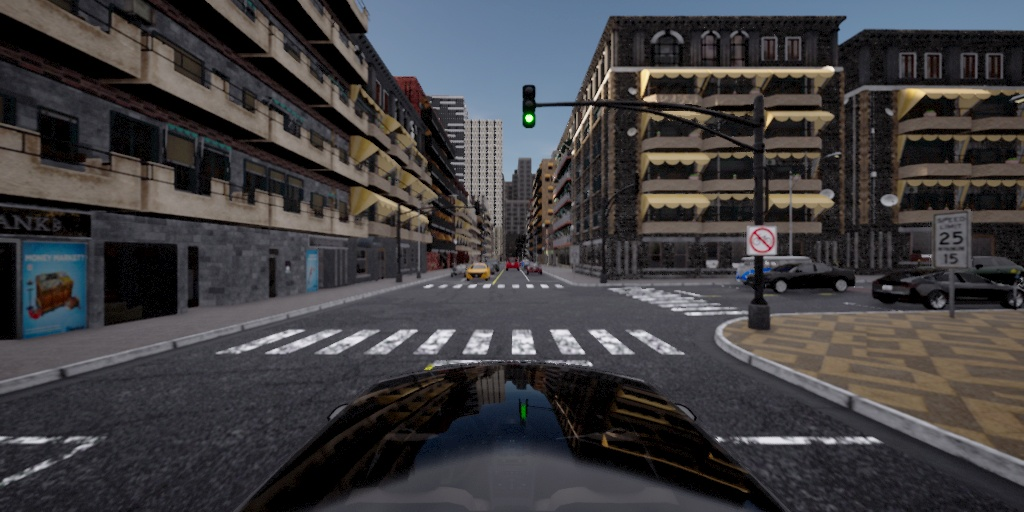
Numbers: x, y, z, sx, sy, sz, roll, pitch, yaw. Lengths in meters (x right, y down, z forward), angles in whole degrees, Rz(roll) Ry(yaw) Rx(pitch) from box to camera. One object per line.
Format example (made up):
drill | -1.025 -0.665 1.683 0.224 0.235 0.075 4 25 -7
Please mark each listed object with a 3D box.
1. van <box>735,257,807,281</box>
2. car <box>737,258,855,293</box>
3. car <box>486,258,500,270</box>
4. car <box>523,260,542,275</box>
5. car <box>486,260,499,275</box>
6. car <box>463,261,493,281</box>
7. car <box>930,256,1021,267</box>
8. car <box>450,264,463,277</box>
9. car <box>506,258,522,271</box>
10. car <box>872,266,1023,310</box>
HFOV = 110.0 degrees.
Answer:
van | 15.668 0.928 21.501 3.998 1.789 1.690 0 0 -1
car | 15.073 1.077 18.904 5.008 1.535 1.882 -1 0 -1
car | -3.051 1.372 54.482 2.150 2.045 5.566 0 0 0
car | 2.719 1.515 44.914 1.967 1.591 4.097 0 0 0
car | -3.068 1.558 43.866 2.128 1.511 4.902 0 0 0
car | -3.078 1.462 33.463 1.882 1.535 5.008 0 0 0
car | 23.924 0.813 19.021 4.553 1.767 2.097 -1 0 -1
car | -5.665 1.582 39.397 2.007 1.370 4.403 0 0 0
car | 0.138 1.416 59.785 2.150 2.045 5.566 0 0 1
car | 15.780 1.161 13.121 4.313 1.339 1.948 0 0 -1
